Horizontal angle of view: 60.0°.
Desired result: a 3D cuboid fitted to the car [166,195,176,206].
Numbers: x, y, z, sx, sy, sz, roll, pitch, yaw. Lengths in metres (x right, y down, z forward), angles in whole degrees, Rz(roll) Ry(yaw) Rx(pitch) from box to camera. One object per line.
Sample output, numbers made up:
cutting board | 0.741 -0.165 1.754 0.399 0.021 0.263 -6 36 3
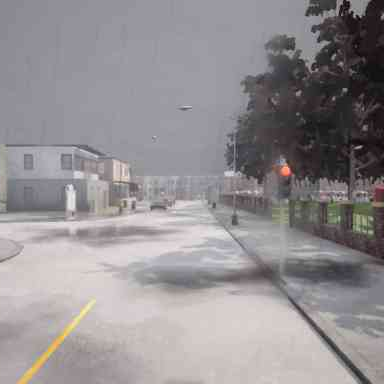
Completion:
car | -4.083 1.352 52.067 2.097 1.767 4.553 0 0 0

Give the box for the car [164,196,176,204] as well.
car | -4.053 1.526 62.283 1.812 1.442 4.674 0 0 1

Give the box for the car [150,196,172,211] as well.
car | -4.092 1.547 41.965 2.033 1.411 5.357 0 0 0
